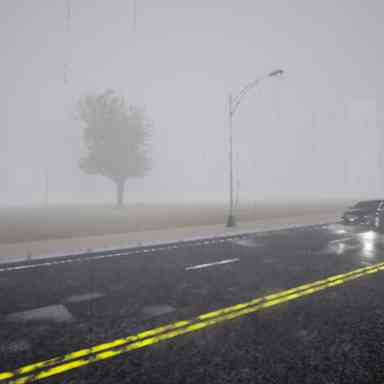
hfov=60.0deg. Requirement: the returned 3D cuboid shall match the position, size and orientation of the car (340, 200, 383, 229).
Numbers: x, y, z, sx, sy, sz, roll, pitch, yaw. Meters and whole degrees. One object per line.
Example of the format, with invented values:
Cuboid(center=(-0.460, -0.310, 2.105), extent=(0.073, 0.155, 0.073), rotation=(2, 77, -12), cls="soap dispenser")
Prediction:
Cuboid(center=(10.686, 1.240, 19.686), extent=(4.892, 1.490, 1.837), rotation=(-1, 0, -37), cls="car")
